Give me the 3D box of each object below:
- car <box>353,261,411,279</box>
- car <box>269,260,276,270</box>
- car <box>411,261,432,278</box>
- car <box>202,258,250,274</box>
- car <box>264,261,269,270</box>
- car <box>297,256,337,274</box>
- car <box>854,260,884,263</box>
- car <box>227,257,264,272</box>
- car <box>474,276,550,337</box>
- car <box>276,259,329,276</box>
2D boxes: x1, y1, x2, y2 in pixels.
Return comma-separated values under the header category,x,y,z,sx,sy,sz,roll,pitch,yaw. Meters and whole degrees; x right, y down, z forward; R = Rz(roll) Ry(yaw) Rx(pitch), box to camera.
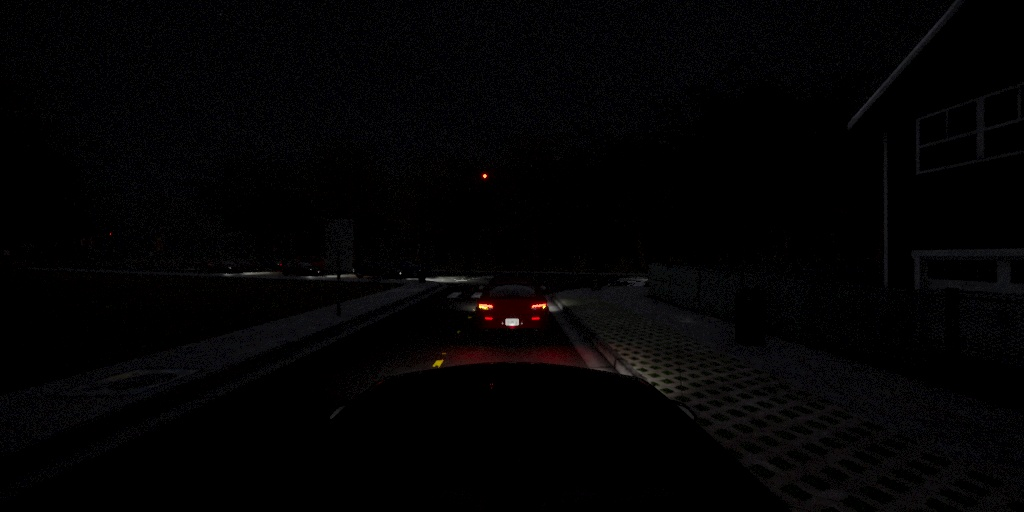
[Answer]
category,x,y,z,sx,sy,sz,roll,pitch,yaw
car,-11.891,1.233,31.946,4.902,1.511,2.128,0,0,23
car,-34.826,1.324,52.628,4.674,1.442,1.812,0,0,24
car,-10.050,1.229,34.688,5.008,1.535,1.882,0,0,25
car,-32.661,1.289,40.931,4.674,1.442,1.812,0,0,23
car,-36.405,1.352,49.774,4.181,1.385,1.994,0,0,24
car,-21.455,0.983,39.616,5.566,2.045,2.150,0,0,23
car,24.444,1.174,23.554,5.008,1.535,1.882,0,0,23
car,-34.117,1.253,45.113,5.008,1.535,1.882,0,0,23
car,0.009,1.276,10.126,1.812,1.442,4.674,0,0,0
car,-20.971,1.277,35.866,4.674,1.442,1.812,0,0,24
